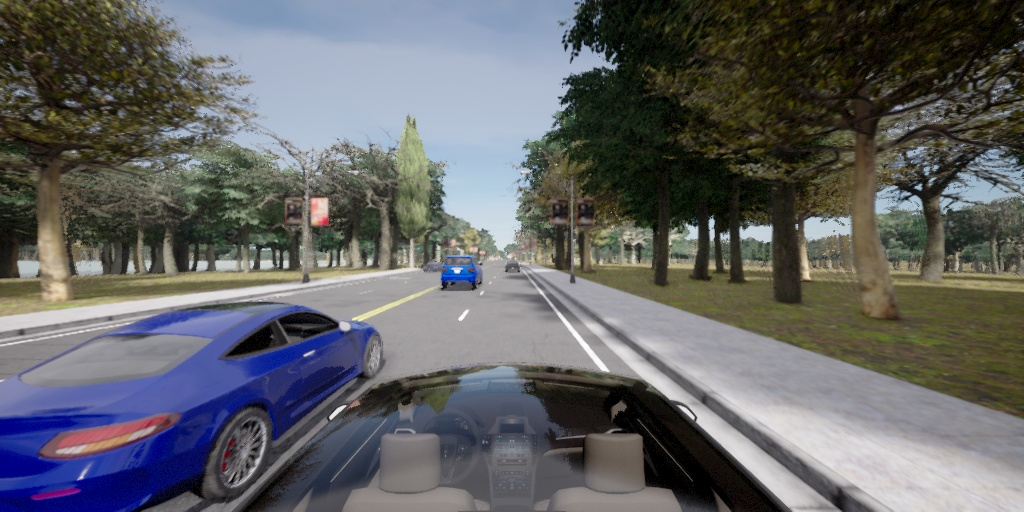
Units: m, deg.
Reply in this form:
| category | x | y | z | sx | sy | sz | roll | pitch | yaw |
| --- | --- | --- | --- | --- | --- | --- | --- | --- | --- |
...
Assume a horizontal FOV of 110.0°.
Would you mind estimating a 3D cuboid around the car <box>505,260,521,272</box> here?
| category | x | y | z | sx | sy | sz | roll | pitch | yaw |
| --- | --- | --- | --- | --- | --- | --- | --- | --- | --- |
| car | 0.083 | 1.330 | 47.241 | 1.837 | 1.490 | 4.892 | 0 | 0 | 0 |

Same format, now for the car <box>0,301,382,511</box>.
| category | x | y | z | sx | sy | sz | roll | pitch | yaw |
| --- | --- | --- | --- | --- | --- | --- | --- | --- | --- |
| car | -3.152 | 1.276 | 4.321 | 1.812 | 1.442 | 4.674 | 0 | 0 | 0 |

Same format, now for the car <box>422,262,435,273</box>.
| category | x | y | z | sx | sy | sz | roll | pitch | yaw |
| --- | --- | --- | --- | --- | --- | --- | --- | --- | --- |
| car | -9.840 | 1.382 | 45.044 | 1.994 | 1.385 | 4.181 | 0 | 0 | 0 |

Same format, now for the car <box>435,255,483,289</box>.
| category | x | y | z | sx | sy | sz | roll | pitch | yaw |
| --- | --- | --- | --- | --- | --- | --- | --- | --- | --- |
| car | -3.160 | 0.986 | 23.280 | 2.150 | 2.045 | 5.566 | 0 | 0 | 0 |
